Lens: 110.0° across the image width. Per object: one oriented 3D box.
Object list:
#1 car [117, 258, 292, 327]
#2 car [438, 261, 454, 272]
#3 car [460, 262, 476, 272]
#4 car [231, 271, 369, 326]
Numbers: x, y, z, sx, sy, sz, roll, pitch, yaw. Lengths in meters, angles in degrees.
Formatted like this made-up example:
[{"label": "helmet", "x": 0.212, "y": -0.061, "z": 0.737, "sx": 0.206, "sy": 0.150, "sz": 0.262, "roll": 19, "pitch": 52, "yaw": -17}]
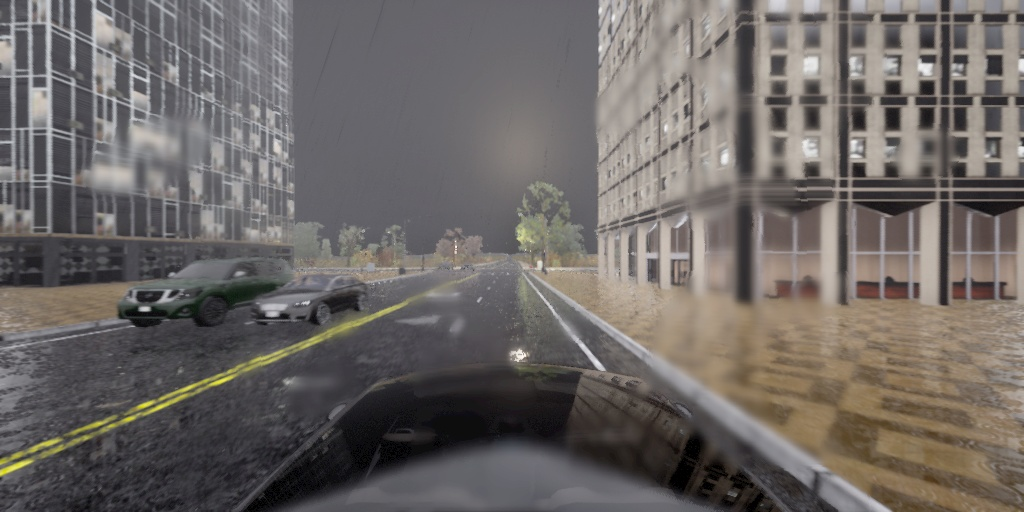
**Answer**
[{"label": "car", "x": -9.850, "y": 1.099, "z": 12.383, "sx": 2.150, "sy": 2.045, "sz": 5.566, "roll": 0, "pitch": -1, "yaw": 0}, {"label": "car", "x": -9.747, "y": 1.492, "z": 53.264, "sx": 1.837, "sy": 1.490, "sz": 4.892, "roll": 0, "pitch": -1, "yaw": 0}, {"label": "car", "x": -6.497, "y": 1.544, "z": 53.263, "sx": 1.994, "sy": 1.385, "sz": 4.181, "roll": 0, "pitch": -1, "yaw": 0}, {"label": "car", "x": -6.600, "y": 1.369, "z": 12.335, "sx": 2.128, "sy": 1.511, "sz": 4.902, "roll": 0, "pitch": -1, "yaw": 0}]
